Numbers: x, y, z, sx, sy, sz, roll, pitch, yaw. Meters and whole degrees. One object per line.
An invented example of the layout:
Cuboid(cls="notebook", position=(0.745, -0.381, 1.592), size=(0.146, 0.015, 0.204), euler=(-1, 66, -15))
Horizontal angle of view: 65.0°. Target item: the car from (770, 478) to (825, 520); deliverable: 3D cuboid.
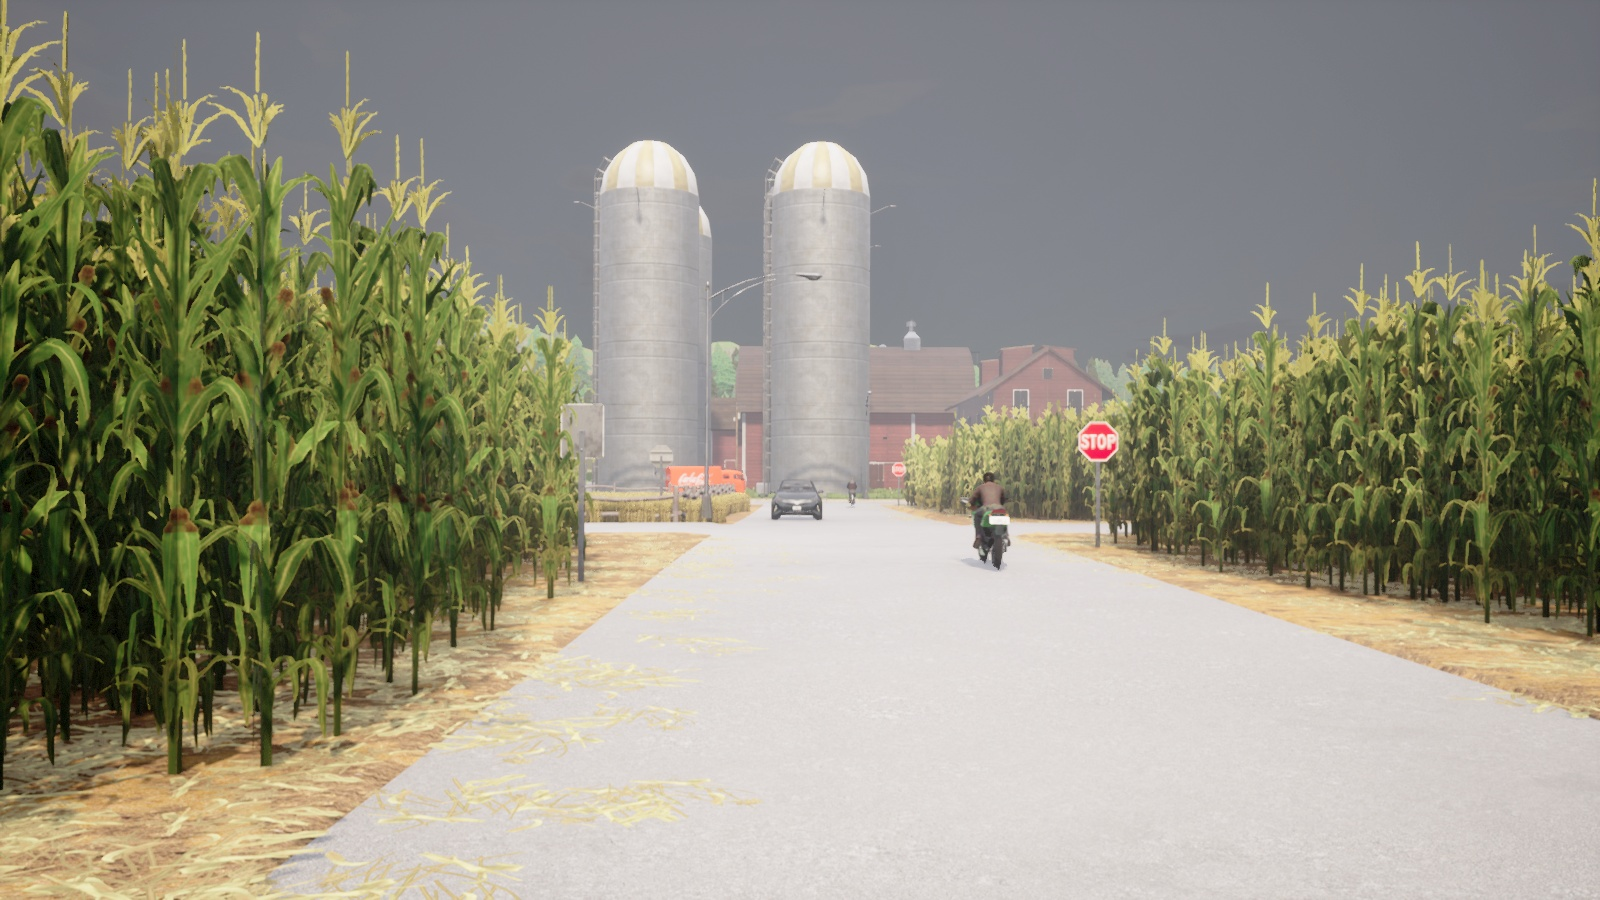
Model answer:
Cuboid(cls="car", position=(-0.104, 1.838, 47.919), size=(2.007, 1.525, 4.514), euler=(0, -2, 0))

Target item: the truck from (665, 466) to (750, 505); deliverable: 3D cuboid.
Cuboid(cls="truck", position=(-6.130, 2.347, 83.264), size=(5.204, 2.467, 2.627), euler=(0, -2, -15))

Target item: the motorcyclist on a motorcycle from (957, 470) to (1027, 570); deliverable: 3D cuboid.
Cuboid(cls="motorcyclist on a motorcycle", position=(3.056, 1.086, 20.212), size=(0.797, 1.523, 2.044), euler=(0, -1, 0))
